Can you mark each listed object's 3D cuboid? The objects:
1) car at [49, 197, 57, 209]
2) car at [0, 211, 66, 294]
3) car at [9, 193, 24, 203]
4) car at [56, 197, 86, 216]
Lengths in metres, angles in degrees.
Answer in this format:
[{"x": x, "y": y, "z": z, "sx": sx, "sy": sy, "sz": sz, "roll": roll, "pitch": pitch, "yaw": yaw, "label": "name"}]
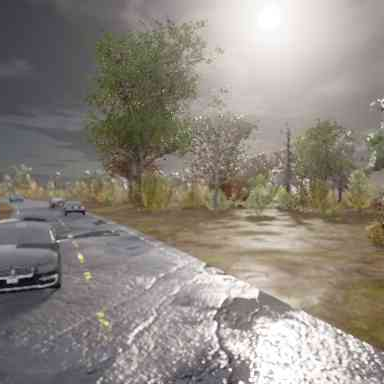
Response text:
[{"x": -16.784, "y": 1.331, "z": 41.772, "sx": 1.812, "sy": 1.442, "sz": 4.674, "roll": 0, "pitch": 0, "yaw": -29, "label": "car"}, {"x": -4.431, "y": 1.464, "z": 8.711, "sx": 1.837, "sy": 1.490, "sz": 4.892, "roll": 0, "pitch": 0, "yaw": -23, "label": "car"}, {"x": -33.033, "y": 1.057, "z": 62.552, "sx": 2.097, "sy": 1.767, "sz": 4.553, "roll": 0, "pitch": 0, "yaw": -34, "label": "car"}, {"x": -11.162, "y": 1.402, "z": 31.095, "sx": 2.033, "sy": 1.411, "sz": 5.357, "roll": 0, "pitch": 0, "yaw": -26, "label": "car"}]
